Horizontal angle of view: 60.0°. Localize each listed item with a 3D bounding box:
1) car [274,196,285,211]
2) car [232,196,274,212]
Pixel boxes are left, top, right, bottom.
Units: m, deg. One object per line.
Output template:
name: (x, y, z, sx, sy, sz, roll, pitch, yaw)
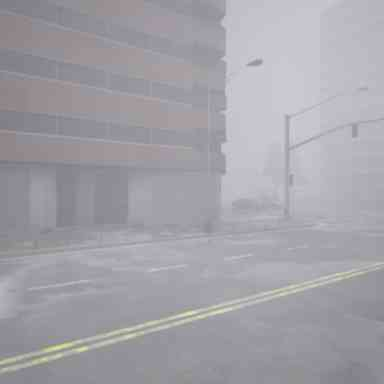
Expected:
car: (9.650, 1.293, 40.387, 2.097, 1.767, 4.553, 0, 0, -35)
car: (6.734, 1.451, 38.450, 1.837, 1.490, 4.892, 0, 0, -35)
